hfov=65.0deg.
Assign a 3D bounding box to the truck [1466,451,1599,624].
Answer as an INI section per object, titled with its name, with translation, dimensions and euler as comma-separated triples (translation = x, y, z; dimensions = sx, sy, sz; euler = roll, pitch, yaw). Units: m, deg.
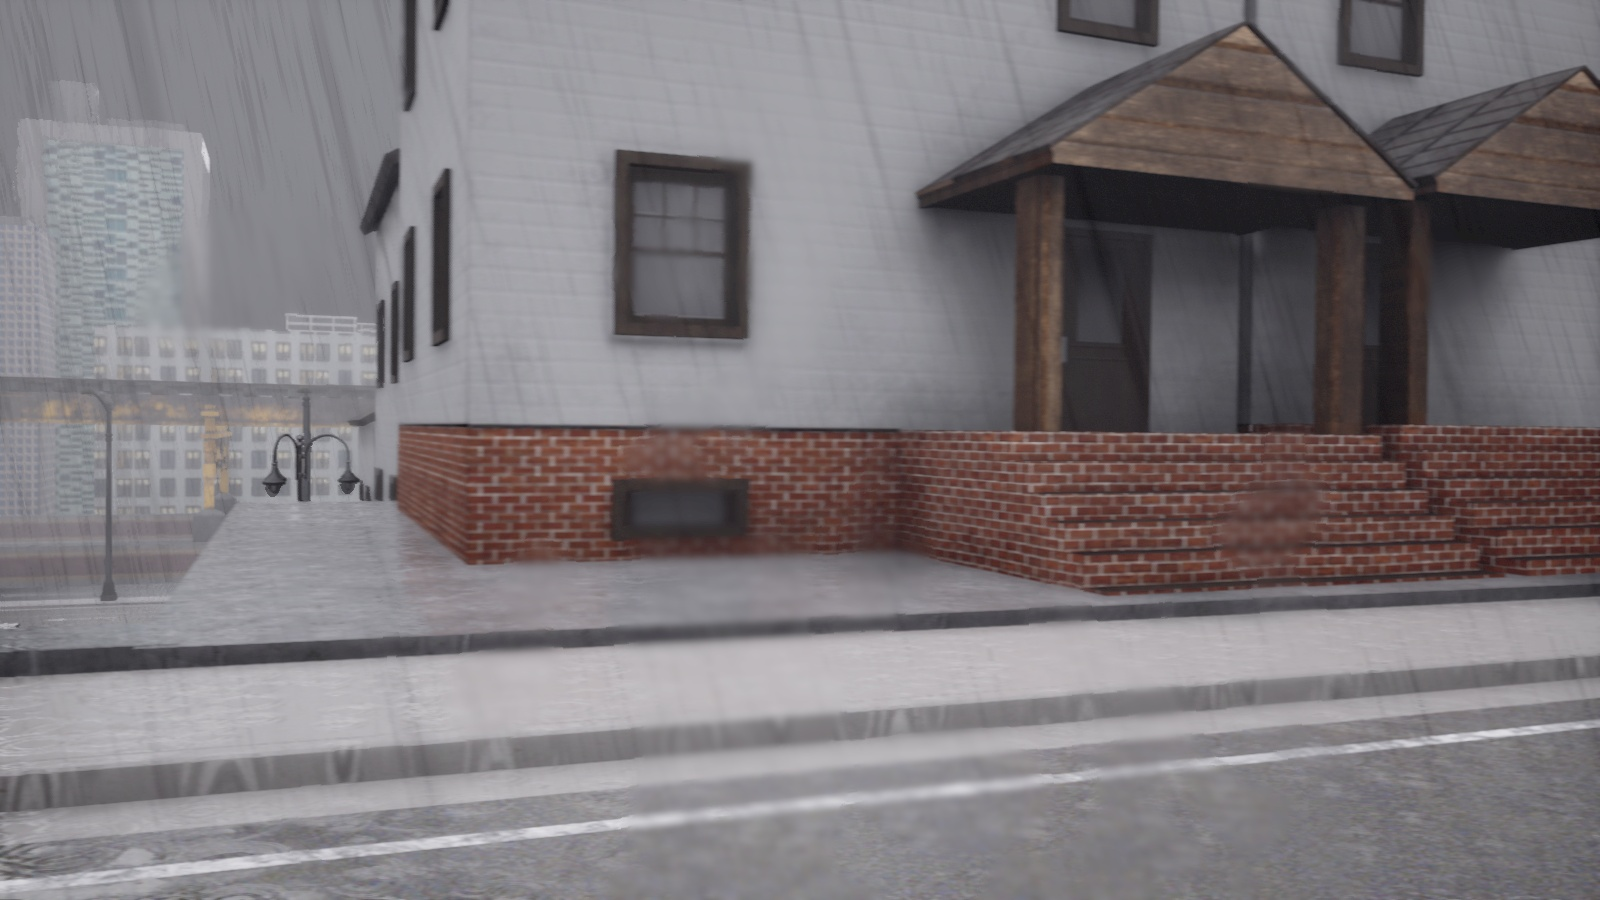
[truck]
translation = 19.145, 1.561, 27.178
dimensions = 2.891, 3.462, 7.936
euler = -2, -12, -21
